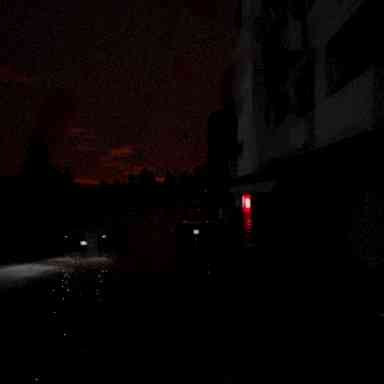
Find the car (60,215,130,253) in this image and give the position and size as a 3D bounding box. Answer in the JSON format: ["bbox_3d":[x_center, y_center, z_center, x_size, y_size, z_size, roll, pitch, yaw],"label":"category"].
[{"bbox_3d":[-3.905,1.658,13.976,1.994,1.385,4.181,0,0,0],"label":"car"}]

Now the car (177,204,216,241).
[{"bbox_3d":[0.213,1.605,17.521,2.128,1.511,4.902,0,0,1],"label":"car"}]

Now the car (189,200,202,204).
[{"bbox_3d":[0.385,1.752,38.599,1.837,1.490,4.892,0,0,0],"label":"car"}]
